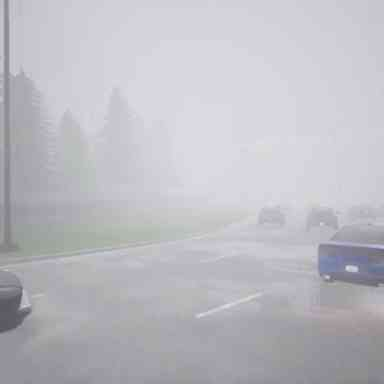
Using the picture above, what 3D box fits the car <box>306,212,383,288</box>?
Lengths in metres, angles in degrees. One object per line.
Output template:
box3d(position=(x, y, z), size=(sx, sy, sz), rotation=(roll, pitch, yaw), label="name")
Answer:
box3d(position=(5.124, 1.551, 9.194), size=(1.882, 1.535, 5.008), rotation=(-1, -1, 41), label="car")

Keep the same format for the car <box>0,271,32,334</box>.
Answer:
box3d(position=(-4.878, 1.722, 4.614), size=(4.718, 1.301, 1.895), rotation=(0, -1, -34), label="car")

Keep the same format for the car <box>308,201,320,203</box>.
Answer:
box3d(position=(15.154, 1.874, 41.346), size=(1.882, 1.535, 5.008), rotation=(-1, -1, 18), label="car")

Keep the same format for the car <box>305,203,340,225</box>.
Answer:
box3d(position=(8.713, 1.713, 22.284), size=(1.837, 1.490, 4.892), rotation=(0, -1, 22), label="car")

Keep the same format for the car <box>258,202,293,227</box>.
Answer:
box3d(position=(6.292, 1.774, 25.637), size=(2.128, 1.511, 4.902), rotation=(-1, -1, 20), label="car")

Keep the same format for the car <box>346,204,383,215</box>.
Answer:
box3d(position=(15.147, 1.789, 29.813), size=(2.033, 1.411, 5.357), rotation=(-1, -1, 18), label="car")
